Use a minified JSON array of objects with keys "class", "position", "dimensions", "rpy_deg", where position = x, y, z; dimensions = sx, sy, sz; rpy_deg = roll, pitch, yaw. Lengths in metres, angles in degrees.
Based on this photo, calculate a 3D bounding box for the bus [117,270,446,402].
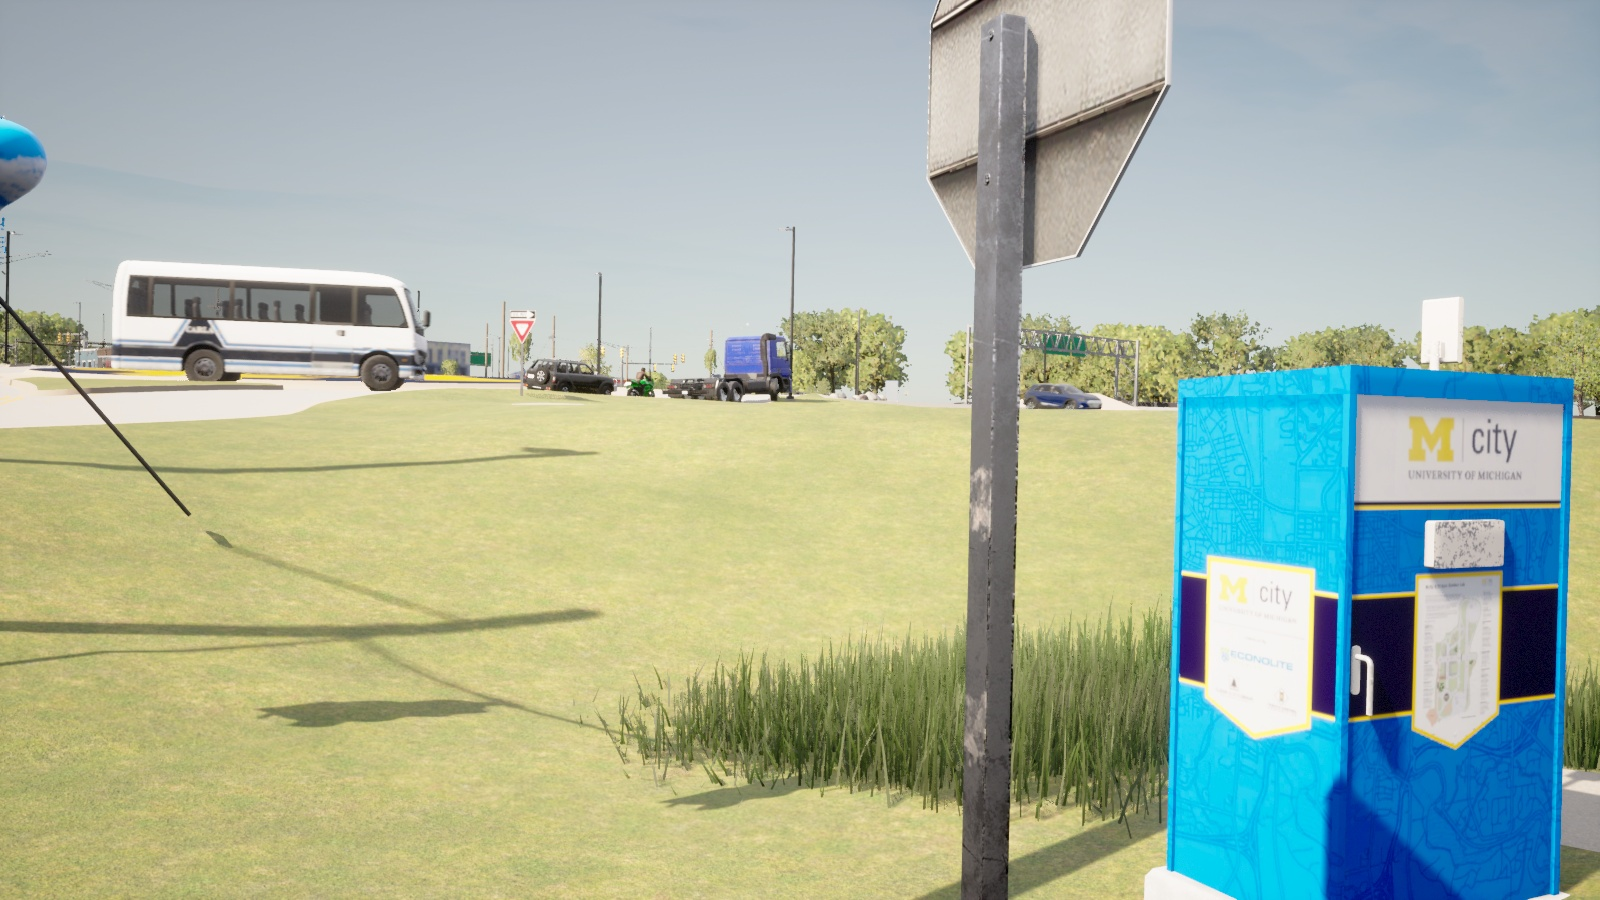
[{"class":"bus","position":[-17.942,-3.851,44.449],"dimensions":[10.273,4.253,3.944],"rpy_deg":[0,2,-14]}]

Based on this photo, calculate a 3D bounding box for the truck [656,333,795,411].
[{"class":"truck","position":[-3.519,-3.940,62.139],"dimensions":[2.891,3.462,7.936],"rpy_deg":[-1,5,29]}]

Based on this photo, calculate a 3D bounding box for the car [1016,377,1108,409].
[{"class":"car","position":[14.424,-3.163,69.320],"dimensions":[2.033,1.649,4.856],"rpy_deg":[-2,5,-35]}]

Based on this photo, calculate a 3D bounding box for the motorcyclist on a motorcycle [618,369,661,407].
[{"class":"motorcyclist on a motorcycle","position":[-6.850,-2.639,53.777],"dimensions":[0.797,1.523,2.044],"rpy_deg":[0,1,28]}]

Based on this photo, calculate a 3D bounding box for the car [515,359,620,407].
[{"class":"car","position":[-10.478,-2.986,56.888],"dimensions":[1.932,1.855,4.605],"rpy_deg":[9,5,31]}]
